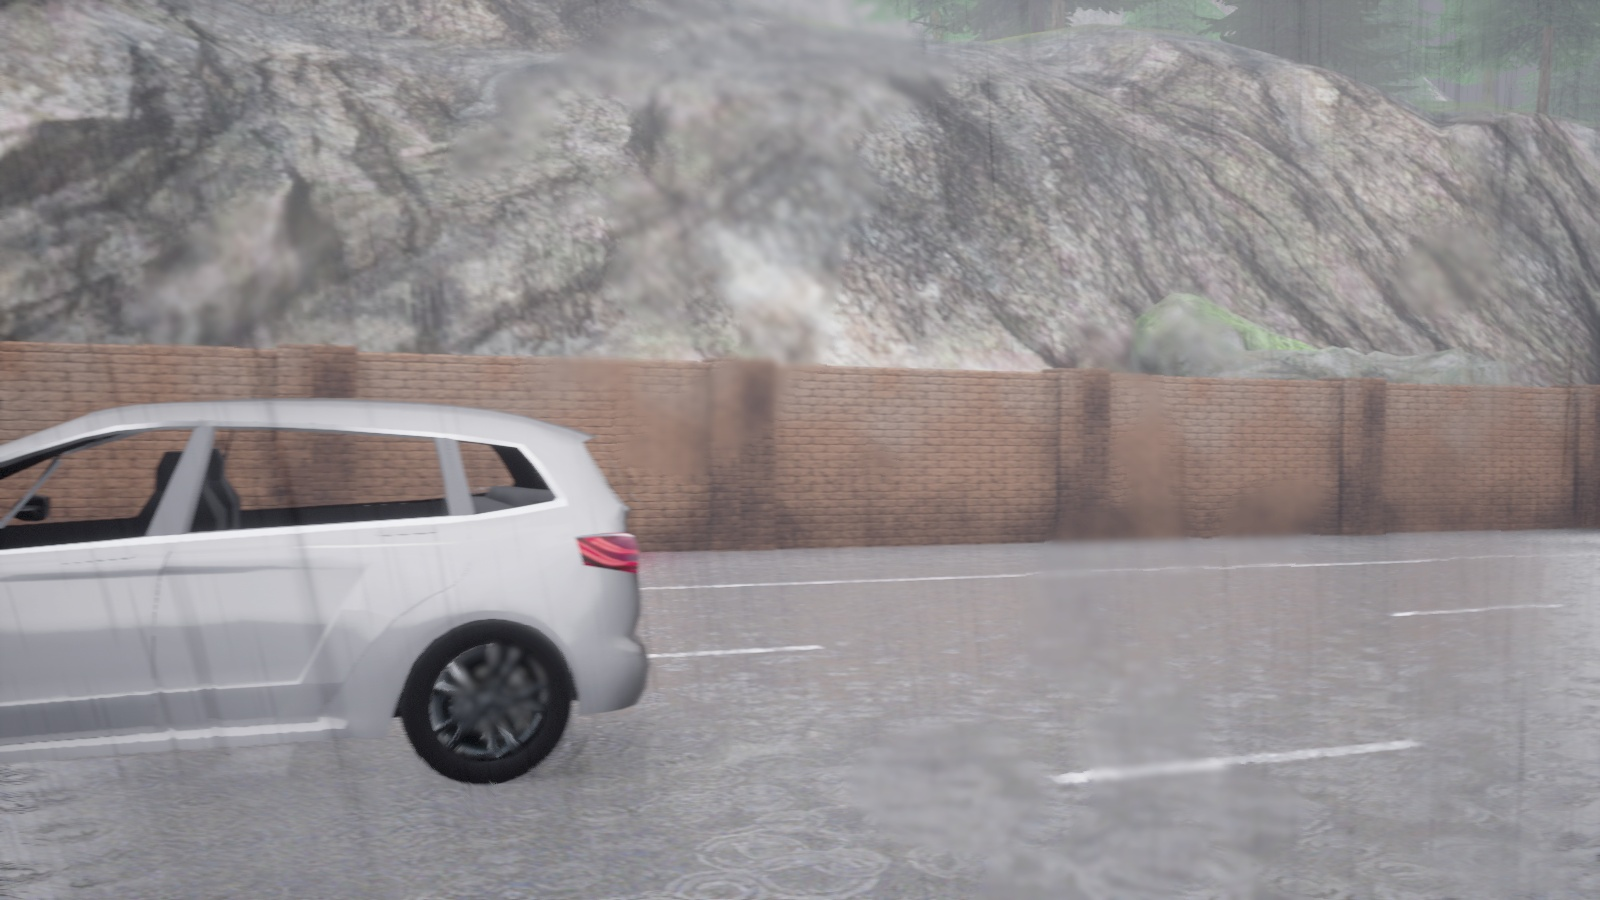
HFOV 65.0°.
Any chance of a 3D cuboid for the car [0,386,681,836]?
[{"bbox_3d":[-3.093,0.581,5.807,4.611,1.667,2.242,-1,1,-21],"label":"car"}]
